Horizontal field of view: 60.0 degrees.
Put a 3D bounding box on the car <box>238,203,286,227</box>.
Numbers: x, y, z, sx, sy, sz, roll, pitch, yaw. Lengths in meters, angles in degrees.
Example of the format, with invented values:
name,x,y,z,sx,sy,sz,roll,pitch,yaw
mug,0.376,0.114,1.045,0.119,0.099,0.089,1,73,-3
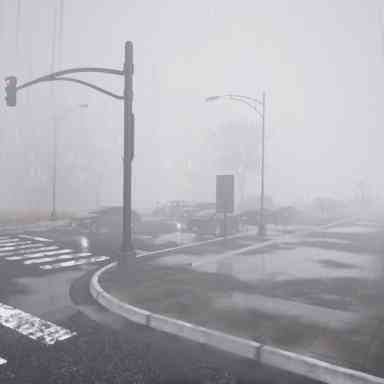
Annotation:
name,x,y,z,sx,sy,sz,roll,pitch,yaw
car,4.695,1.737,23.495,1.947,1.339,4.313,1,0,36

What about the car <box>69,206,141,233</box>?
name,x,y,z,sx,sy,sz,roll,pitch,yaw
car,-5.108,1.564,20.147,1.812,1.442,4.674,1,0,36

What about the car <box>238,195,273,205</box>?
name,x,y,z,sx,sy,sz,roll,pitch,yaw
car,7.135,1.358,36.784,2.150,2.045,5.566,1,0,36

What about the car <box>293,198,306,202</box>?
name,x,y,z,sx,sy,sz,roll,pitch,yaw
car,18.087,1.727,56.088,1.752,1.417,4.829,1,0,36

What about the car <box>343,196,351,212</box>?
name,x,y,z,sx,sy,sz,roll,pitch,yaw
car,18.410,1.721,42.289,1.967,1.590,4.097,1,0,36

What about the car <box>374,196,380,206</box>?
name,x,y,z,sx,sy,sz,roll,pitch,yaw
car,34.903,1.941,64.820,1.752,1.417,4.829,1,0,36

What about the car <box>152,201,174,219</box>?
name,x,y,z,sx,sy,sz,roll,pitch,yaw
car,-1.637,1.481,29.463,1.967,1.590,4.097,1,0,36

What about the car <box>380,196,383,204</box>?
name,x,y,z,sx,sy,sz,roll,pitch,yaw
car,41.380,1.784,73.629,2.192,1.841,5.009,1,0,36

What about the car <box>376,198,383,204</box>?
name,x,y,z,sx,sy,sz,roll,pitch,yaw
car,44.664,2.047,78.102,2.008,1.369,4.403,1,0,36

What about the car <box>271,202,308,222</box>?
name,x,y,z,sx,sy,sz,roll,pitch,yaw
car,7.939,1.779,27.911,1.802,1.307,4.206,1,0,36

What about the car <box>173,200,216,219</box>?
name,x,y,z,sx,sy,sz,roll,pitch,yaw
car,0.894,1.591,28.311,1.837,1.490,4.892,1,0,36

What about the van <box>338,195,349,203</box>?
name,x,y,z,sx,sy,sz,roll,pitch,yaw
van,37.912,1.707,83.063,1.690,1.788,3.998,1,0,36

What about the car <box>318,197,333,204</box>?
name,x,y,z,sx,sy,sz,roll,pitch,yaw
car,28.049,1.849,69.643,1.947,1.339,4.313,1,0,36

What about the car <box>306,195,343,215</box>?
name,x,y,z,sx,sy,sz,roll,pitch,yaw
car,15.151,1.569,37.796,2.192,1.841,5.009,1,0,36

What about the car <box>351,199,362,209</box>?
name,x,y,z,sx,sy,sz,roll,pitch,yaw
car,24.942,1.774,51.264,1.967,1.590,4.097,1,0,36

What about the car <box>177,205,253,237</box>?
name,x,y,z,sx,sy,sz,roll,pitch,yaw
car,1.449,1.696,19.077,2.008,1.369,4.403,1,0,36
